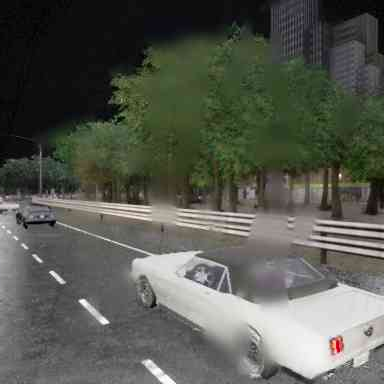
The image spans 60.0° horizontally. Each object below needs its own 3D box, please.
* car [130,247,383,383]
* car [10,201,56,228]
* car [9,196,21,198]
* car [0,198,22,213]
[{"bbox_3d":[0.687,1.601,5.616,1.895,1.301,4.718,0,0,-34],"label":"car"},{"bbox_3d":[-10.424,1.546,22.050,2.033,1.411,5.357,0,0,-34],"label":"car"},{"bbox_3d":[-38.606,1.516,72.595,2.128,1.511,4.902,0,0,-13],"label":"car"},{"bbox_3d":[-20.370,1.598,36.762,1.895,1.301,4.718,0,0,-34],"label":"car"}]
